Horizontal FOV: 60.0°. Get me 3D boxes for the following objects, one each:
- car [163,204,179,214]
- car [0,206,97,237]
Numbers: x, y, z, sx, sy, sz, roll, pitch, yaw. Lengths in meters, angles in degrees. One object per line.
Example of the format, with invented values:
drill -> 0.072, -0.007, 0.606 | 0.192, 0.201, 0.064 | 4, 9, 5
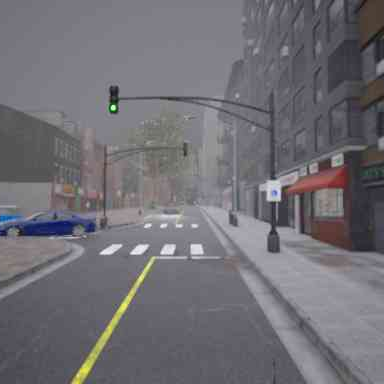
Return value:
car -> -2.750, 2.224, 43.781 | 1.895, 1.301, 4.718 | 0, -1, 0
car -> -7.775, 1.724, 18.118 | 5.008, 1.535, 1.882 | 1, 1, -24
